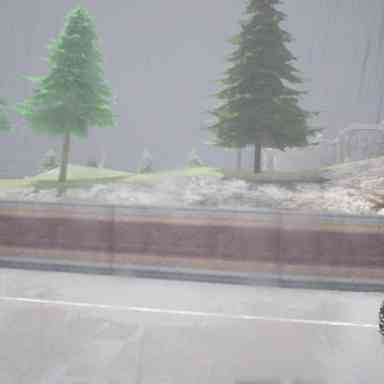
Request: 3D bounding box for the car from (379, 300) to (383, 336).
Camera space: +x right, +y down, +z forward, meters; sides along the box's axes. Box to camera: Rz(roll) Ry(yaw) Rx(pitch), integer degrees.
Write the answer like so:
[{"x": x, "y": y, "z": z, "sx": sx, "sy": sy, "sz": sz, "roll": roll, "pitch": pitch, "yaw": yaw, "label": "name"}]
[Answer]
[{"x": 5.611, "y": 1.893, "z": 5.330, "sx": 4.553, "sy": 1.767, "sz": 2.097, "roll": 2, "pitch": -3, "yaw": 4, "label": "car"}]
